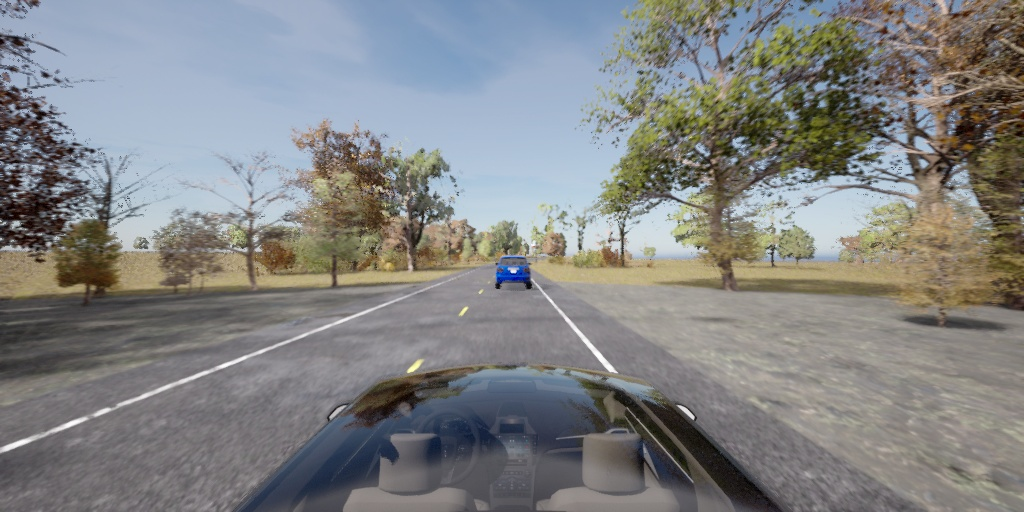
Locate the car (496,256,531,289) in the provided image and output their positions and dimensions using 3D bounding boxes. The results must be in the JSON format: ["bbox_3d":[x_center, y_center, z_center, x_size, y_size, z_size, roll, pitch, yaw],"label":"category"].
[{"bbox_3d":[0.088,1.001,23.846,2.150,2.045,5.566,0,0,0],"label":"car"}]
